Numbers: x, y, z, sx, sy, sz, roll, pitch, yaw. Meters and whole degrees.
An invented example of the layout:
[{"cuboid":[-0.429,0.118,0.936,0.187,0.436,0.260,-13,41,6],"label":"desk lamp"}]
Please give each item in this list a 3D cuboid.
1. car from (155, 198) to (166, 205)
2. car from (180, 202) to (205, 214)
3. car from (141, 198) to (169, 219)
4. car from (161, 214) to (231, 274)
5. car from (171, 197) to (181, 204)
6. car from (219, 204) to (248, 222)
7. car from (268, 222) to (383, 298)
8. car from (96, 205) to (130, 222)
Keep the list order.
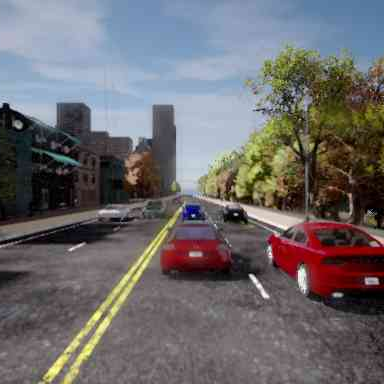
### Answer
[{"cuboid":[-6.485,1.939,69.493,1.895,1.301,4.718,0,0,0],"label":"car"},{"cuboid":[0.107,1.669,27.923,1.812,1.442,4.674,0,0,0],"label":"car"},{"cuboid":[-3.339,1.509,30.635,2.097,1.767,4.553,0,0,0],"label":"car"},{"cuboid":[0.102,1.620,10.750,1.994,1.385,4.181,0,0,0],"label":"car"},{"cuboid":[-3.241,1.814,71.010,1.812,1.442,4.674,0,0,0],"label":"car"},{"cuboid":[3.356,1.705,27.437,1.994,1.385,4.181,0,0,0],"label":"car"},{"cuboid":[3.340,1.523,8.667,1.882,1.535,5.008,0,0,0],"label":"car"},{"cuboid":[-6.592,1.746,28.175,1.895,1.301,4.718,0,0,0],"label":"car"}]
